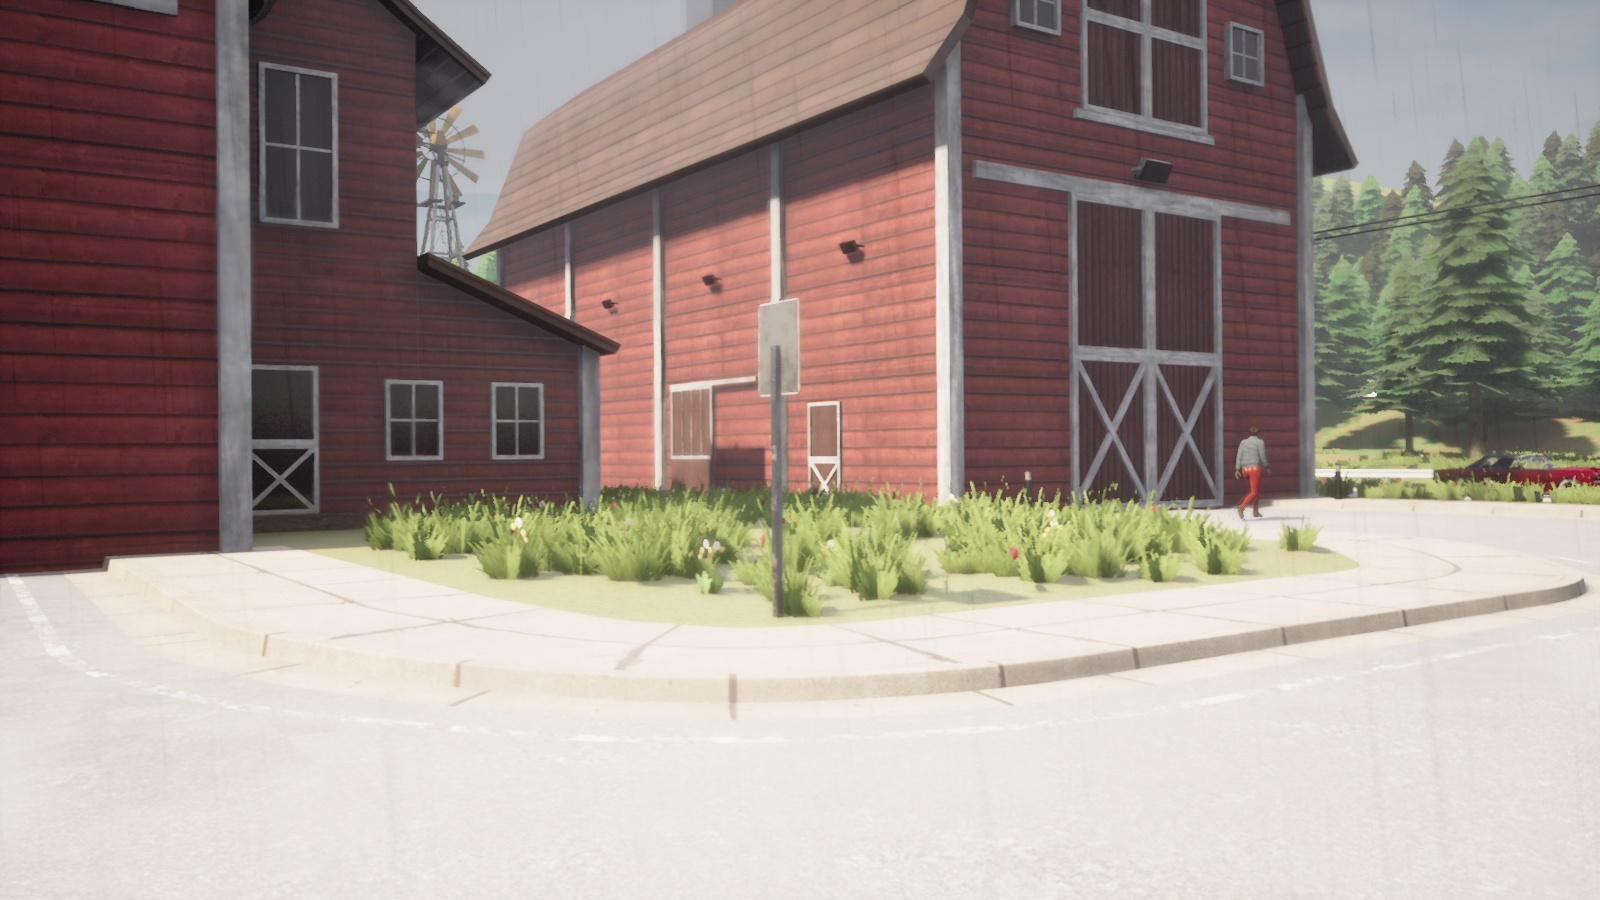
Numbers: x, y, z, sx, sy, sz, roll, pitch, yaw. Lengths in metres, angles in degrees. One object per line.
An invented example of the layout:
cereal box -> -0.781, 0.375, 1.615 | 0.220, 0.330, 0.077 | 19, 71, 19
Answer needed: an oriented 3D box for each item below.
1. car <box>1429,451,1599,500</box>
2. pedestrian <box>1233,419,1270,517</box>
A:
car -> 21.007, 0.694, 36.280 | 1.895, 1.301, 4.718 | -1, 0, -34
pedestrian -> 8.634, 0.339, 23.993 | 0.614, 1.847, 0.353 | -1, 0, -34
